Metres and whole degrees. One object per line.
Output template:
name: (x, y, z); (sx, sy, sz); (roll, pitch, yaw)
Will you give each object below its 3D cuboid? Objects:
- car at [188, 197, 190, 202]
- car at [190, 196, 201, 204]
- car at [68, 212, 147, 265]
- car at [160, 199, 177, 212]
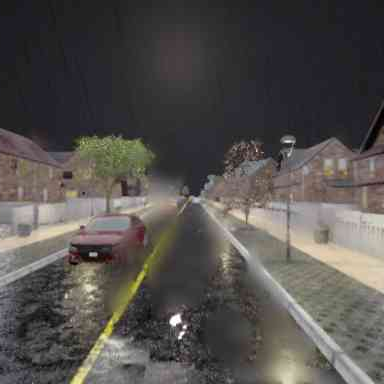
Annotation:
car: (0.031, 1.869, 89.895); (1.882, 1.535, 5.008); (0, 0, 0)
car: (0.988, 1.889, 71.207); (1.812, 1.442, 4.674); (0, 0, 0)
car: (-2.812, 1.526, 12.016); (1.882, 1.535, 5.008); (0, 0, 0)
car: (-2.825, 1.662, 40.980); (1.882, 1.535, 5.008); (0, 0, 0)
